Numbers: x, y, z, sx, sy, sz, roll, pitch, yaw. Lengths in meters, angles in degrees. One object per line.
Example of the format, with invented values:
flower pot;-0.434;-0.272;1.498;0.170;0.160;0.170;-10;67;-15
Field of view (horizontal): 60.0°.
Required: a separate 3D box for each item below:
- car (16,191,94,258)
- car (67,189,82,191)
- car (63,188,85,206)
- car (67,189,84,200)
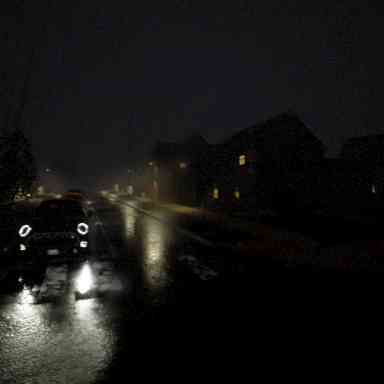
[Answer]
car;-4.516;1.038;11.524;2.097;1.767;4.553;-1;2;-15
car;-7.911;0.817;21.979;1.882;1.535;5.008;-1;2;-19
car;-11.678;0.460;33.066;1.882;1.535;5.008;-1;2;-18
car;-14.987;0.280;42.936;1.895;1.301;4.718;-1;2;-18
